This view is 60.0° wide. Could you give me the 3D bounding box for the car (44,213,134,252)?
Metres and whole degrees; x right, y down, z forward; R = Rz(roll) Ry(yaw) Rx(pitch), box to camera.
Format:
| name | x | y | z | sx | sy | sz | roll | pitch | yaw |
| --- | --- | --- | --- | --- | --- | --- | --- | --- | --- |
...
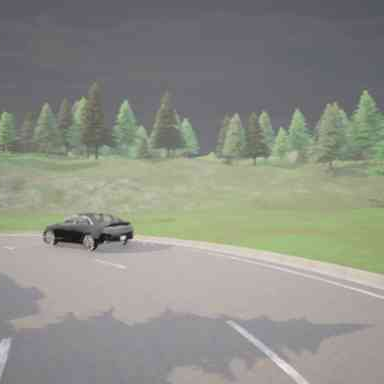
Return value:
| name | x | y | z | sx | sy | sz | roll | pitch | yaw |
| --- | --- | --- | --- | --- | --- | --- | --- | --- | --- |
| car | -4.729 | 1.687 | 14.896 | 4.902 | 1.511 | 2.128 | -2 | -1 | 37 |
